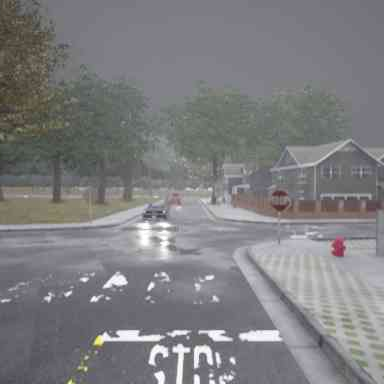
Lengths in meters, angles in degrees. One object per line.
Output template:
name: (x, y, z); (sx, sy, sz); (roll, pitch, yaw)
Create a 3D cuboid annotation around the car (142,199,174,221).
car: (-2.751, 1.481, 26.290); (1.895, 1.301, 4.718); (0, 0, 0)

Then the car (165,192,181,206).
car: (-2.750, 0.998, 49.301); (2.150, 2.045, 5.566); (0, 0, 0)
